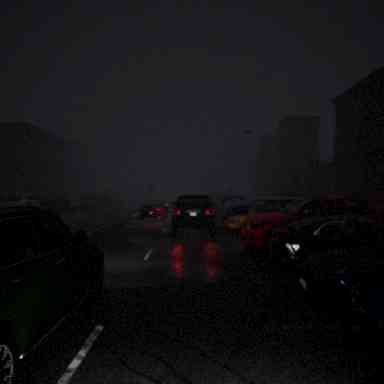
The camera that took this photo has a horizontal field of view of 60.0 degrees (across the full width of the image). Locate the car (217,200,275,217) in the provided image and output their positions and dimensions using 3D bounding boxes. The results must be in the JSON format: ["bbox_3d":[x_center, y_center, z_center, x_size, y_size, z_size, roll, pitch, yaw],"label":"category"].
[{"bbox_3d":[4.638,1.410,29.044,4.674,1.452,2.002,0,0,0],"label":"car"}]

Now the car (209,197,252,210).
[{"bbox_3d":[4.609,1.362,40.159,5.008,1.535,2.097,0,0,0],"label":"car"}]

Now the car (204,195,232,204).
[{"bbox_3d":[4.560,1.365,59.616,4.892,1.521,2.231,0,0,0],"label":"car"}]

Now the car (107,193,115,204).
[{"bbox_3d":[-15.669,1.147,52.459,5.566,2.045,2.435,0,0,0],"label":"car"}]

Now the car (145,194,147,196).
[{"bbox_3d":[-15.758,1.351,91.068,5.008,1.535,2.097,0,0,0],"label":"car"}]

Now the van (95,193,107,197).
[{"bbox_3d":[-15.516,1.171,49.701,4.442,1.987,1.878,0,0,0],"label":"van"}]

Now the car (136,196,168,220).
[{"bbox_3d":[-2.964,1.373,26.601,1.882,1.535,5.008,0,0,0],"label":"car"}]

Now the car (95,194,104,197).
[{"bbox_3d":[-15.629,1.394,46.943,5.008,1.535,2.097,0,0,0],"label":"car"}]

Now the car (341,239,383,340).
[{"bbox_3d":[4.697,1.496,4.160,4.674,1.452,2.002,0,0,0],"label":"car"}]

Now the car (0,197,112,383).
[{"bbox_3d":[-2.910,1.195,4.649,2.150,2.045,5.566,0,0,0],"label":"car"}]

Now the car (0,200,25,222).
[{"bbox_3d":[-15.558,1.400,24.886,5.008,1.535,2.097,0,0,0],"label":"car"}]

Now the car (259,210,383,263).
[{"bbox_3d":[4.680,1.431,9.592,4.892,1.521,2.231,0,0,0],"label":"car"}]

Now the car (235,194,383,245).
[{"bbox_3d":[4.652,1.166,12.372,5.566,2.045,2.435,0,0,0],"label":"car"}]

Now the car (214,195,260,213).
[{"bbox_3d":[4.596,1.238,34.604,4.553,1.767,2.185,0,0,0],"label":"car"}]

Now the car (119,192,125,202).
[{"bbox_3d":[-15.696,1.150,60.733,5.566,2.045,2.435,0,0,0],"label":"car"}]

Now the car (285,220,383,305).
[{"bbox_3d":[4.664,1.472,6.814,4.792,1.488,2.163,0,0,0],"label":"car"}]

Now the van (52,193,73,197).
[{"bbox_3d":[-15.705,1.164,35.912,4.442,1.987,1.878,0,0,0],"label":"van"}]

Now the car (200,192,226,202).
[{"bbox_3d":[4.505,1.106,73.514,5.566,2.045,2.435,0,0,0],"label":"car"}]

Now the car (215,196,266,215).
[{"bbox_3d":[4.602,1.241,31.823,4.553,1.767,2.185,0,0,0],"label":"car"}]

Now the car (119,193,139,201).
[{"bbox_3d":[-15.706,1.246,82.795,4.553,1.767,2.185,0,0,0],"label":"car"}]

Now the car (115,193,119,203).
[{"bbox_3d":[-15.690,1.275,58.098,4.553,1.767,2.185,0,0,0],"label":"car"}]

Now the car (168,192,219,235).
[{"bbox_3d":[0.056,1.138,18.359,2.150,2.045,5.566,0,0,0],"label":"car"}]

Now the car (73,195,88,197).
[{"bbox_3d":[-15.412,1.387,38.671,5.366,1.575,1.946,0,0,0],"label":"car"}]

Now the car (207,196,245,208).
[{"bbox_3d":[4.595,1.362,45.719,5.008,1.535,2.097,0,0,0],"label":"car"}]

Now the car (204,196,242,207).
[{"bbox_3d":[4.408,1.360,48.498,5.366,1.575,1.946,0,0,0],"label":"car"}]

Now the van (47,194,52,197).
[{"bbox_3d":[-15.687,1.168,30.399,4.442,1.987,1.878,0,0,0],"label":"van"}]

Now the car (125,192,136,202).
[{"bbox_3d":[-15.682,1.419,74.522,4.792,1.488,2.163,0,0,0],"label":"car"}]

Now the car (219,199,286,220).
[{"bbox_3d":[4.641,1.376,26.266,4.892,1.521,2.231,0,0,0],"label":"car"}]

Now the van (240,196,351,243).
[{"bbox_3d":[4.557,1.181,15.149,4.442,1.987,1.878,0,0,0],"label":"van"}]

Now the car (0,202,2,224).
[{"bbox_3d":[-15.547,1.446,22.128,4.674,1.452,2.002,0,0,0],"label":"car"}]

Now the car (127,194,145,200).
[{"bbox_3d":[-15.775,1.385,93.826,4.674,1.452,2.002,0,0,0],"label":"car"}]

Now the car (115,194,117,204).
[{"bbox_3d":[-15.645,1.400,55.341,5.008,1.535,2.097,0,0,0],"label":"car"}]

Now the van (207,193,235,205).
[{"bbox_3d":[4.697,1.139,54.058,4.442,1.987,1.878,0,0,0],"label":"van"}]

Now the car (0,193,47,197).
[{"bbox_3d":[-15.590,1.145,27.641,5.566,2.045,2.435,0,0,0],"label":"car"}]

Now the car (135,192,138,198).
[{"bbox_3d":[-15.722,1.424,77.279,4.674,1.452,2.002,0,0,0],"label":"car"}]

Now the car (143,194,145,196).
[{"bbox_3d":[-15.753,1.397,88.311,4.674,1.452,2.002,0,0,0],"label":"car"}]

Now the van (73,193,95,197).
[{"bbox_3d":[-15.731,1.166,44.185,4.442,1.987,1.878,0,0,0],"label":"van"}]

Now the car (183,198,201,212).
[{"bbox_3d":[0.006,1.430,38.862,2.033,1.411,5.357,0,0,0],"label":"car"}]

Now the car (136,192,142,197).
[{"bbox_3d":[-15.701,1.126,80.037,5.566,2.045,2.435,0,0,0],"label":"car"}]

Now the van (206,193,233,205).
[{"bbox_3d":[4.690,1.138,56.837,4.442,1.987,1.878,0,0,0],"label":"van"}]

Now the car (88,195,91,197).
[{"bbox_3d":[-15.603,1.431,41.428,4.674,1.452,2.002,0,0,0],"label":"car"}]

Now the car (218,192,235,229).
[{"bbox_3d":[4.632,1.137,20.707,5.566,2.045,2.435,0,0,0],"label":"car"}]
